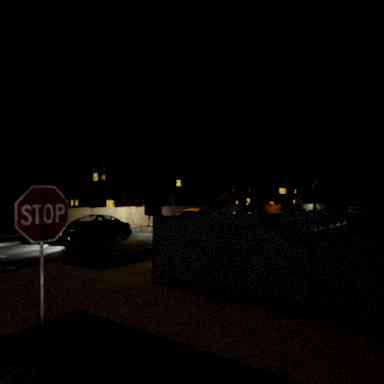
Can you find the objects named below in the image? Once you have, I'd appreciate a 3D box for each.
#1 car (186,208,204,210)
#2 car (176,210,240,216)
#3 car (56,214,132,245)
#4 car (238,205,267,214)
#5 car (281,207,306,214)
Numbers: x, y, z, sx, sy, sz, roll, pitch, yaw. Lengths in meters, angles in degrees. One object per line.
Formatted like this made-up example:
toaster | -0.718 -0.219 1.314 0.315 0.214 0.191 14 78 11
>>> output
car | 0.061 1.991 24.681 1.882 1.535 5.008 -1 -2 35
car | 0.912 2.011 20.897 1.895 1.301 4.718 -1 -2 36
car | -5.139 1.875 17.390 1.994 1.385 4.181 -1 -2 35
car | 5.658 2.086 32.531 2.097 1.767 4.553 -1 -2 35
car | 13.156 2.626 42.953 1.895 1.301 4.718 -1 -2 36
